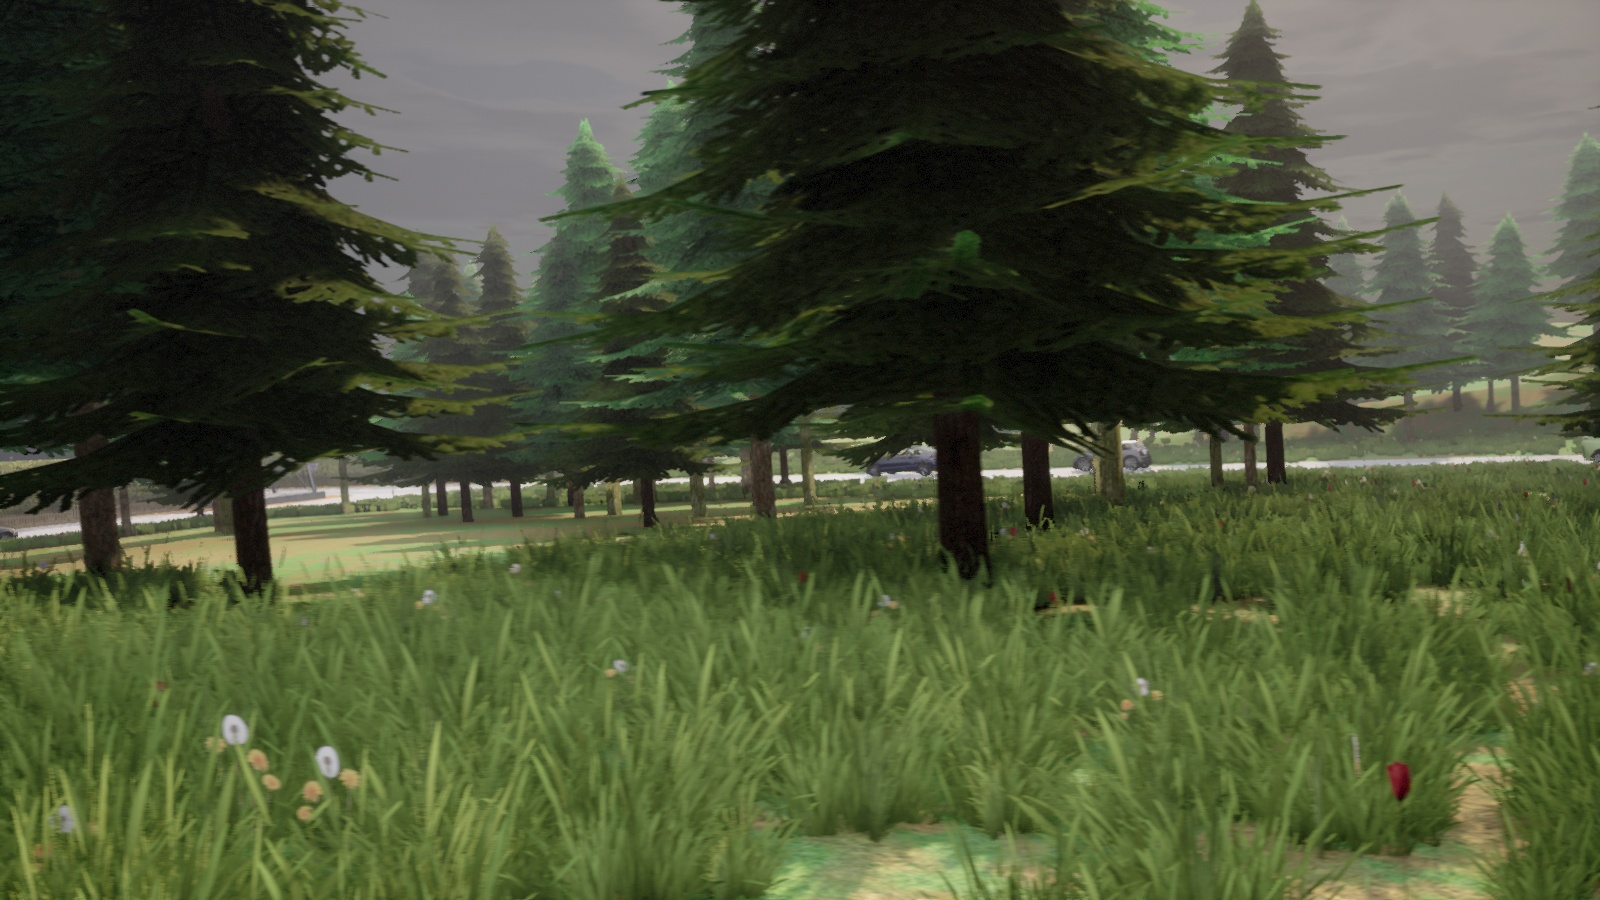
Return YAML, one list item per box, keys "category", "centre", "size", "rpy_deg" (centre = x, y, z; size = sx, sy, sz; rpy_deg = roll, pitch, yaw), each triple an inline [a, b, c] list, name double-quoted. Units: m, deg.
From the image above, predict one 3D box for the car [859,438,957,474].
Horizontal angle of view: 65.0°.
- category: "car"
  centre: [6.155, 0.360, 71.725]
  size: [5.027, 1.651, 2.152]
  rpy_deg: [-4, 3, 36]

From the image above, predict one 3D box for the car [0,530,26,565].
- category: "car"
  centre: [-42.431, 5.224, 64.517]
  size: [1.851, 1.617, 3.988]
  rpy_deg: [-4, 3, 36]

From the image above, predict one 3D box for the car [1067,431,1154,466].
- category: "car"
  centre: [15.963, -0.073, 64.652]
  size: [3.806, 1.475, 1.970]
  rpy_deg: [-4, 3, 36]

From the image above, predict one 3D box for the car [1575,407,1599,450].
- category: "car"
  centre: [32.332, -0.904, 47.651]
  size: [2.007, 1.525, 4.514]
  rpy_deg: [-7, 3, -39]
